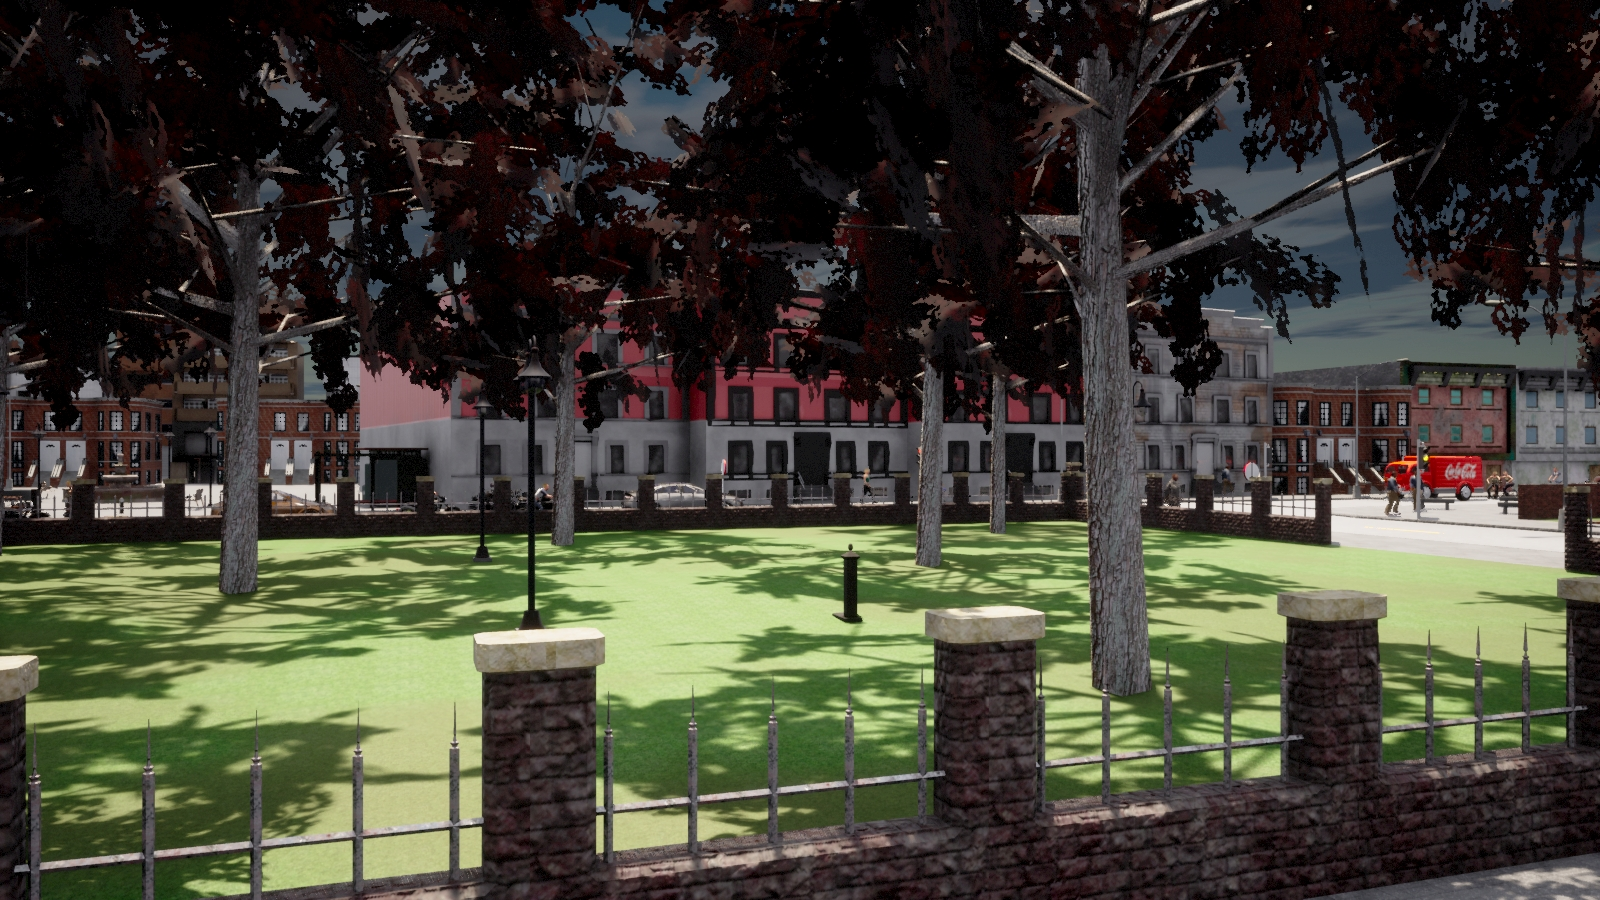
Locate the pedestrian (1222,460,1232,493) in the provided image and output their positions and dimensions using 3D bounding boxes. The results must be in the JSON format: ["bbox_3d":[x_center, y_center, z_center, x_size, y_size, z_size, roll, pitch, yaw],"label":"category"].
[{"bbox_3d":[24.333,1.523,65.111,0.375,1.860,0.375,0,0,-19],"label":"pedestrian"}]

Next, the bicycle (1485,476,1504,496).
[{"bbox_3d":[39.299,2.036,64.656,0.859,1.080,1.487,0,0,35],"label":"bicycle"}]

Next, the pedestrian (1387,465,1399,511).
[{"bbox_3d":[23.817,1.518,45.904,0.375,1.860,0.375,0,0,33],"label":"pedestrian"}]

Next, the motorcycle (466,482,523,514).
[{"bbox_3d":[-12.632,1.985,47.239,2.209,1.251,0.867,0,0,-19],"label":"motorcycle"}]

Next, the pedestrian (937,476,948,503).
[{"bbox_3d":[6.863,1.909,55.102,0.375,1.300,0.375,0,0,-18],"label":"pedestrian"}]

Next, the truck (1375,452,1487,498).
[{"bbox_3d":[35.004,1.348,63.458,5.204,2.467,2.627,0,0,-19],"label":"truck"}]

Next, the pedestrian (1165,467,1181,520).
[{"bbox_3d":[13.218,1.525,40.487,0.375,1.860,0.375,0,0,-20],"label":"pedestrian"}]

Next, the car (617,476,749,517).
[{"bbox_3d":[-4.677,1.827,45.707,4.902,1.511,2.128,0,0,-19],"label":"car"}]

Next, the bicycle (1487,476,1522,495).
[{"bbox_3d":[40.458,2.036,65.608,1.487,1.080,0.859,0,0,1],"label":"bicycle"}]

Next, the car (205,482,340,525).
[{"bbox_3d":[-18.776,1.899,40.895,4.181,1.385,1.994,0,0,-18],"label":"car"}]

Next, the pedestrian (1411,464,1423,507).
[{"bbox_3d":[26.719,1.517,49.449,0.375,1.860,0.375,0,0,14],"label":"pedestrian"}]

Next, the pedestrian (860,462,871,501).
[{"bbox_3d":[3.136,1.524,54.780,0.375,1.860,0.375,0,0,31],"label":"pedestrian"}]

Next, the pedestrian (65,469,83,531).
[{"bbox_3d":[-22.038,1.523,34.689,0.375,1.860,0.375,0,0,-19],"label":"pedestrian"}]

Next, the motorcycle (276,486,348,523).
[{"bbox_3d":[-17.611,1.950,41.298,2.356,1.277,0.764,0,0,-19],"label":"motorcycle"}]
